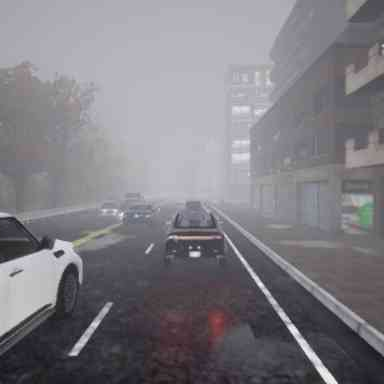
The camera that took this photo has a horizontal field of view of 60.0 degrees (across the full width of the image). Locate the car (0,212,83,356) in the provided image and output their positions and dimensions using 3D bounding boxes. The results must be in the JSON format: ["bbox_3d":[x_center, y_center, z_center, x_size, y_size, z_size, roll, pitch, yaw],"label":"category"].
[{"bbox_3d":[-3.208,1.198,4.035,2.150,2.045,5.566,0,1,1],"label":"car"}]

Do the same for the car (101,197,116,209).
[{"bbox_3d":[-9.802,1.289,41.676,2.033,1.411,5.357,0,0,0],"label":"car"}]

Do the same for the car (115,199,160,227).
[{"bbox_3d":[-3.176,1.413,21.562,2.033,1.411,5.357,0,0,0],"label":"car"}]

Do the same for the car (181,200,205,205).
[{"bbox_3d":[0.099,1.355,27.465,1.812,1.442,4.674,0,0,0],"label":"car"}]

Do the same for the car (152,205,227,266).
[{"bbox_3d":[0.090,1.421,11.225,2.128,1.511,4.902,0,0,0],"label":"car"}]

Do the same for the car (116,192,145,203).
[{"bbox_3d":[-6.576,0.992,37.211,2.150,2.045,5.566,0,0,0],"label":"car"}]
